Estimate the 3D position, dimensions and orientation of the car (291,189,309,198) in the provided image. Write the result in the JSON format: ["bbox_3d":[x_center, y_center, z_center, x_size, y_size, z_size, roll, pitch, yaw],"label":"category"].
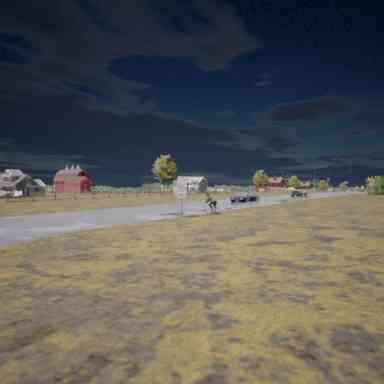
[{"bbox_3d":[18.809,0.213,57.844,1.837,1.490,4.892,1,2,35],"label":"car"}]

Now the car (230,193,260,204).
[{"bbox_3d":[6.542,0.737,40.537,1.895,1.301,4.718,1,2,35],"label":"car"}]

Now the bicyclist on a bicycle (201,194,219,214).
[{"bbox_3d":[1.430,0.988,26.585,1.656,1.620,0.582,0,1,35],"label":"bicyclist on a bicycle"}]
